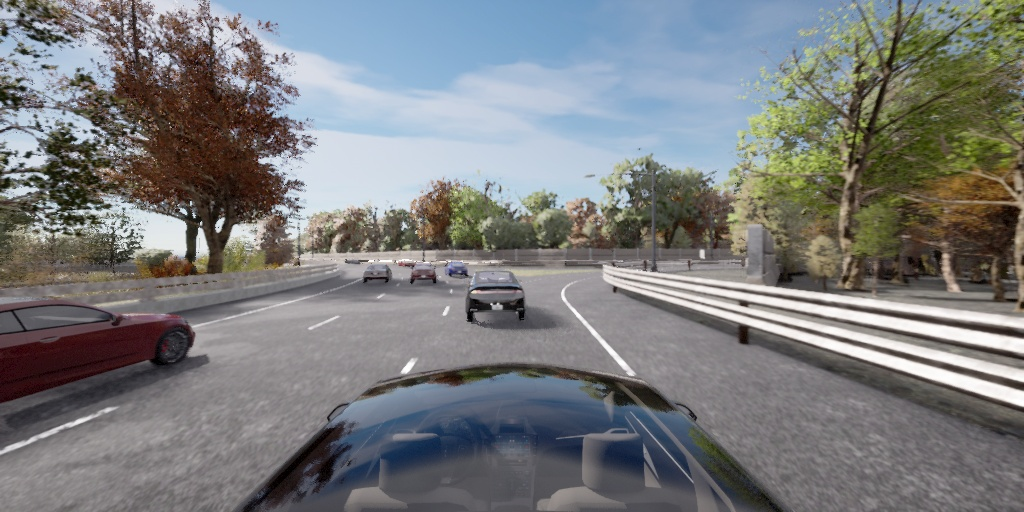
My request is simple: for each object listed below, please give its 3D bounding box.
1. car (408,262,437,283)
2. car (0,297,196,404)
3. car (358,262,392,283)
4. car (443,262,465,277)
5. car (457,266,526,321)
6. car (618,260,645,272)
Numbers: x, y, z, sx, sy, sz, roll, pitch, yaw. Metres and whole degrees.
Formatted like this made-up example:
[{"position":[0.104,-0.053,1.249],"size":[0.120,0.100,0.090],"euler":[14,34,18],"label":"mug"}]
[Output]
[{"position":[-6.945,1.304,28.102],"size":[1.812,1.442,4.674],"euler":[0,0,-14],"label":"car"},{"position":[-7.098,1.302,5.069],"size":[1.812,1.442,4.674],"euler":[0,0,-2],"label":"car"},{"position":[-10.637,1.339,28.544],"size":[2.033,1.411,5.357],"euler":[0,0,-16],"label":"car"},{"position":[-5.601,1.300,35.645],"size":[1.812,1.442,4.674],"euler":[0,0,-18],"label":"car"},{"position":[-0.659,1.245,12.595],"size":[2.128,1.511,4.902],"euler":[0,0,-6],"label":"car"},{"position":[14.744,1.226,44.039],"size":[4.674,1.442,1.812],"euler":[0,0,-44],"label":"car"}]
